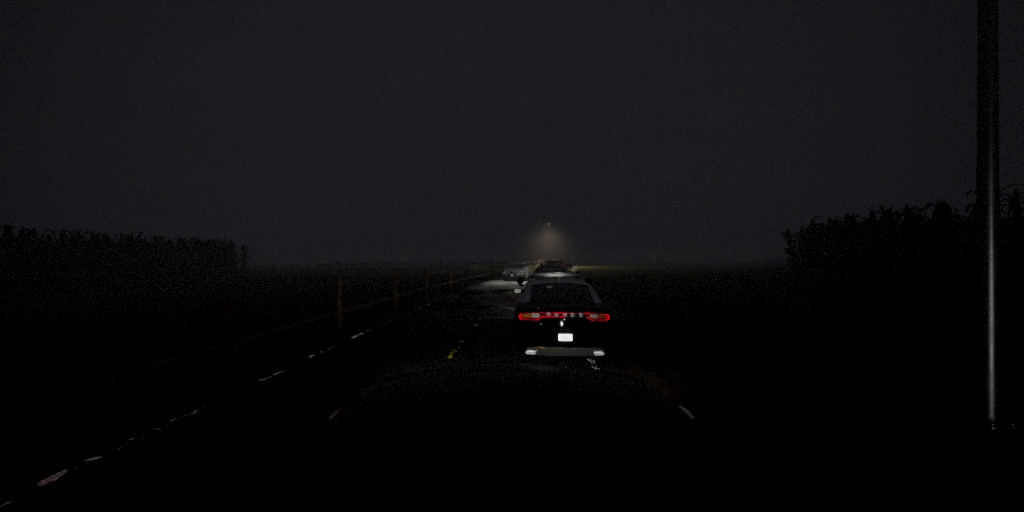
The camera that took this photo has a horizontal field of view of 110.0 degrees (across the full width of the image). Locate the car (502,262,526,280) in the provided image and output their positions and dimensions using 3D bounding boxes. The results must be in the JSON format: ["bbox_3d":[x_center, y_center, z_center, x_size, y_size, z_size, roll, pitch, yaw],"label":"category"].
[{"bbox_3d":[0.431,1.255,30.512,1.812,1.442,4.674,0,0,11],"label":"car"}]

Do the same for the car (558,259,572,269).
[{"bbox_3d":[8.271,1.259,55.911,1.994,1.385,4.181,0,0,11],"label":"car"}]

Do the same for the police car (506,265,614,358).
[{"bbox_3d":[1.057,1.173,8.647,1.930,1.638,5.238,0,0,3],"label":"police car"}]

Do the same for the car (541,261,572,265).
[{"bbox_3d":[1.967,1.218,18.342,1.882,1.535,5.008,0,0,7],"label":"car"}]

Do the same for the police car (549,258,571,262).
[{"bbox_3d":[2.855,1.159,24.295,1.930,1.638,5.238,0,0,10],"label":"police car"}]
